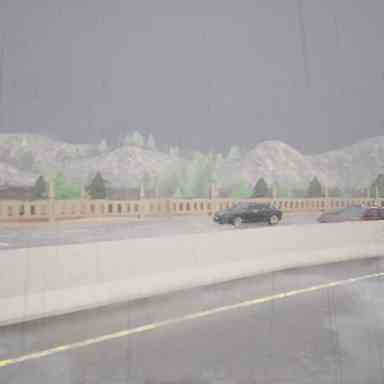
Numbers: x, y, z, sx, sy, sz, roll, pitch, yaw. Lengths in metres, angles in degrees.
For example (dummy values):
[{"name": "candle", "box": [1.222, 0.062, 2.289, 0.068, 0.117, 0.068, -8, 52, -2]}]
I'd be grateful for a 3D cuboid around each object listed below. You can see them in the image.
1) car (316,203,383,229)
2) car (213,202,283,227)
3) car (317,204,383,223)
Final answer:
[{"name": "car", "box": [10.863, 1.506, 21.603, 5.357, 1.411, 2.033, 0, 0, -23]}, {"name": "car", "box": [3.740, 1.439, 22.070, 4.892, 1.490, 1.837, 0, 0, -26]}, {"name": "car", "box": [8.475, 1.446, 16.614, 5.008, 1.535, 1.882, 0, 0, -25]}]
